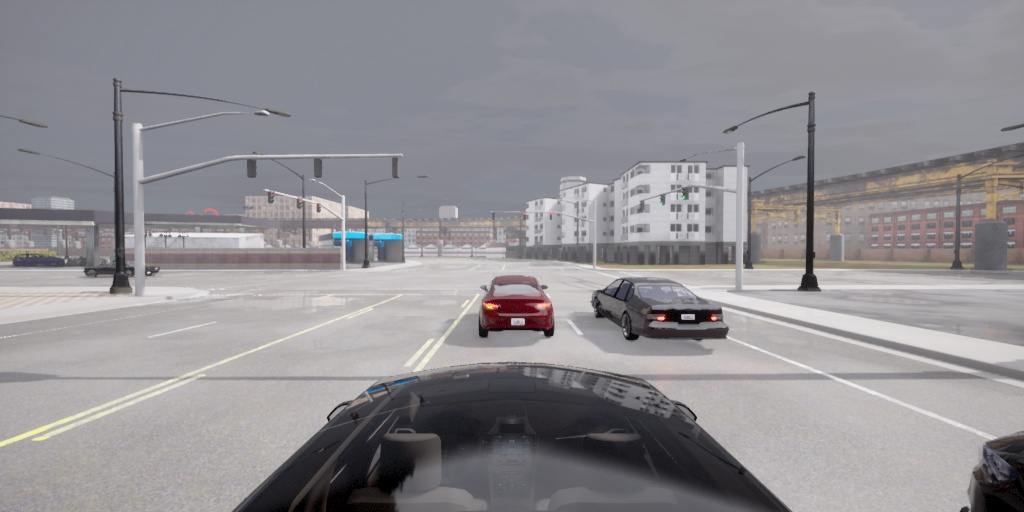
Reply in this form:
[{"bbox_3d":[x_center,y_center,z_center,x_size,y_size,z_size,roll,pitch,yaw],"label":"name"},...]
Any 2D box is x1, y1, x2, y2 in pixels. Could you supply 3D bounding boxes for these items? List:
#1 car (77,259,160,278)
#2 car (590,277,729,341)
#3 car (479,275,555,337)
[{"bbox_3d":[-32.988,1.129,30.311,4.718,1.301,1.895,0,1,-1],"label":"car"},{"bbox_3d":[3.582,1.281,9.817,2.033,1.411,5.357,0,0,0],"label":"car"},{"bbox_3d":[0.071,1.255,10.102,1.812,1.442,4.674,0,0,-1],"label":"car"}]
